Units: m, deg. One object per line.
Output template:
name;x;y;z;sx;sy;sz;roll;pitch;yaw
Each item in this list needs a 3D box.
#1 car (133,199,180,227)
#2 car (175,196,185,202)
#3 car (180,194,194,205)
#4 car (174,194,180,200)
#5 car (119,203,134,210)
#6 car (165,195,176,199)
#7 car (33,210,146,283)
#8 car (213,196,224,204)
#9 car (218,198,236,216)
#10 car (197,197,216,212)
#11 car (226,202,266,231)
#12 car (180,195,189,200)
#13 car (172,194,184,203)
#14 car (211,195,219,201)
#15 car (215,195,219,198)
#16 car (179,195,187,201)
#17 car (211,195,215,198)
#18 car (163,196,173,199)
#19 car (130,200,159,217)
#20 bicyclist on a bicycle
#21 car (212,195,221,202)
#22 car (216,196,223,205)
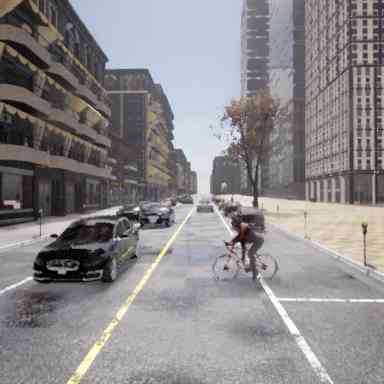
car;-2.265;1.497;22.668;2.128;1.511;4.902;0;0;2
car;-2.751;1.582;76.585;1.887;1.381;4.507;1;0;2
car;-0.824;1.378;59.271;2.097;1.767;4.553;0;0;2
car;-3.615;1.337;54.324;2.192;1.841;5.009;1;0;2
car;-4.705;1.573;26.497;1.947;1.339;4.313;1;0;2
car;-3.842;1.544;48.588;1.752;1.417;4.829;1;0;2
car;-2.776;1.507;9.769;1.837;1.490;4.892;0;0;2
car;5.189;1.581;65.126;2.008;1.369;4.403;1;0;2
car;3.886;1.561;31.734;2.008;1.369;4.403;1;0;2
car;1.589;1.615;39.643;1.895;1.301;4.718;0;0;2
car;3.452;1.557;20.603;2.008;1.369;4.403;1;0;2
car;-2.099;1.601;93.281;2.008;1.369;4.403;1;0;2
car;-2.964;1.348;71.019;2.192;1.841;5.009;1;0;2
car;6.060;1.486;87.388;1.967;1.590;4.097;1;0;2
car;4.972;1.577;59.562;2.008;1.369;4.403;1;0;2
car;-2.316;1.612;87.716;1.947;1.339;4.313;1;0;2
car;2.021;1.568;50.743;2.033;1.411;5.357;0;0;3
car;-4.054;1.581;43.193;1.947;1.339;4.313;1;0;2
car;-4.488;1.561;32.062;2.008;1.369;4.403;1;0;2
bicyclist on a bicycle;1.321;1.453;8.406;1.656;1.620;0.582;-2;0;2
car;5.625;1.478;76.257;1.967;1.590;4.097;1;0;2
car;4.327;1.541;43.036;1.752;1.417;4.829;1;0;2
